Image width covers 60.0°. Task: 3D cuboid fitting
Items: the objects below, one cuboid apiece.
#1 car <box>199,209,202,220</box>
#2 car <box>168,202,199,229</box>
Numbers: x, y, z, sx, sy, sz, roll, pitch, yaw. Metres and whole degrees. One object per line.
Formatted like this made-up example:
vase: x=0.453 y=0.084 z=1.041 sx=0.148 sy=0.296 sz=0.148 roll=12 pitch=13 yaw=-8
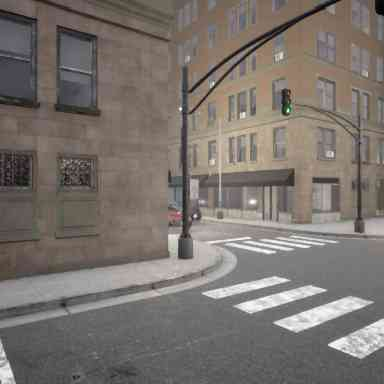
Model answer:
car: x=-1.126 y=1.408 z=23.866 sx=1.812 sy=1.442 sz=4.674 roll=0 pitch=0 yaw=-36
car: x=-1.868 y=1.427 z=19.848 sx=1.812 sy=1.442 sz=4.674 roll=0 pitch=0 yaw=-36
